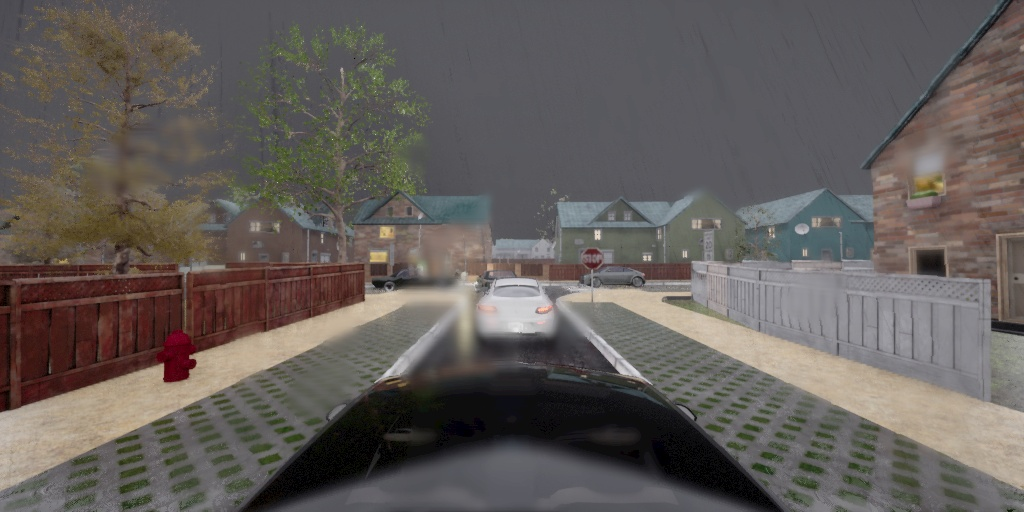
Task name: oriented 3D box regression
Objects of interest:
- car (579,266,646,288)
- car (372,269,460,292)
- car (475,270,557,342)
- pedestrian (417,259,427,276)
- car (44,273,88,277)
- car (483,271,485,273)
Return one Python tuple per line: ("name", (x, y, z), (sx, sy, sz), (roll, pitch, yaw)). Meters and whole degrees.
("car", (6.554, 1.344, 23.631), (4.181, 1.385, 1.994), (0, -1, 1))
("car", (-5.469, 1.416, 20.849), (4.718, 1.301, 1.895), (-1, -1, 1))
("car", (0.109, 1.279, 9.642), (1.812, 1.442, 4.674), (0, 0, 0))
("pedestrian", (-6.683, 1.118, 26.736), (0.375, 1.860, 0.375), (0, -1, 1))
("car", (-25.593, 1.632, 21.133), (4.718, 1.301, 1.895), (-1, -1, 1))
("car", (-0.745, 1.366, 18.461), (1.895, 1.301, 4.718), (0, -1, -12))
